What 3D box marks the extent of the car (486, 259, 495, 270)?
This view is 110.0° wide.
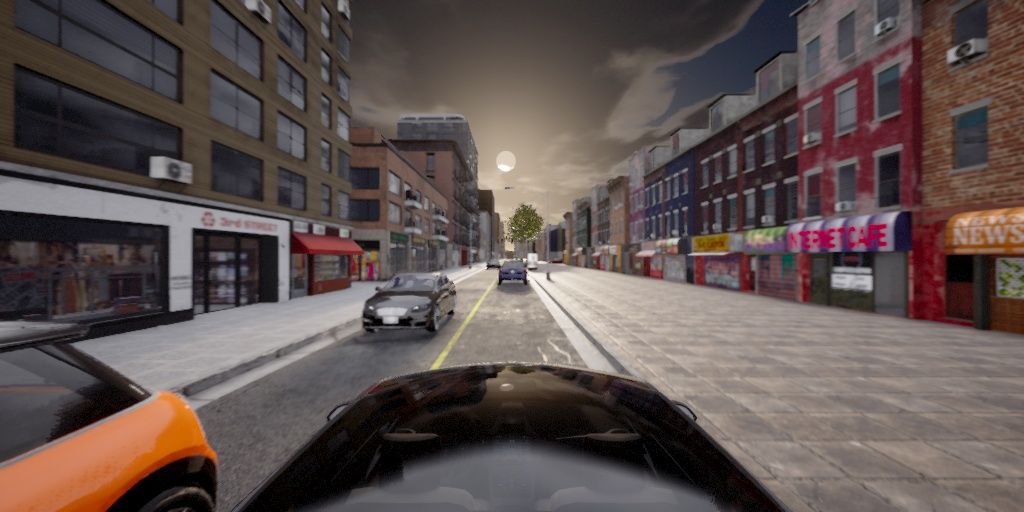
[{"bbox_3d":[-2.852,1.265,54.773,1.837,1.490,4.892,0,0,0],"label":"car"}]

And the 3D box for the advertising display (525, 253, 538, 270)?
[{"bbox_3d":[2.975,0.782,51.014,1.540,2.440,0.280,0,0,0],"label":"advertising display"}]

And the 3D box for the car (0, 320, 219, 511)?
[{"bbox_3d":[-2.847,1.103,0.240,2.097,1.767,4.553,0,0,0],"label":"car"}]

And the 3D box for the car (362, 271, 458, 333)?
[{"bbox_3d":[-2.847,1.244,10.882,2.128,1.511,4.902,0,0,0],"label":"car"}]

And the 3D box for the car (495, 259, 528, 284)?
[{"bbox_3d":[0.062,1.104,26.948,2.097,1.767,4.553,0,0,0],"label":"car"}]
